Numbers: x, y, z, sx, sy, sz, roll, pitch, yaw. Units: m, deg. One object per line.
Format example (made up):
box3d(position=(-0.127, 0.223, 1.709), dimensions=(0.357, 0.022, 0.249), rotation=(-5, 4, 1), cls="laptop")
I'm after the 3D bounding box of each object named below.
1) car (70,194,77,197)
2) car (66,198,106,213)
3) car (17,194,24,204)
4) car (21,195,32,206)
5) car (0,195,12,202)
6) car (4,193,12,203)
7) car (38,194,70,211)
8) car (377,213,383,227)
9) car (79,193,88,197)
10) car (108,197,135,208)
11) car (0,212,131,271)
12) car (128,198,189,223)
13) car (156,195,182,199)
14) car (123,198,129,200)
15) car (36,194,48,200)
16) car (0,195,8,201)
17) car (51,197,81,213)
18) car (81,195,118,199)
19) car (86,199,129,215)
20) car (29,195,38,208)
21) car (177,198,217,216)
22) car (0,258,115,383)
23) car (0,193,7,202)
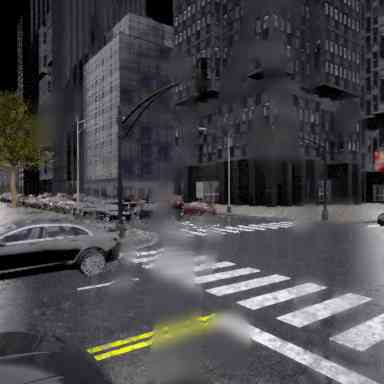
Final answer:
box3d(position=(-17.543, 1.365, 45.617), dimensions=(1.837, 1.490, 4.892), rotation=(0, 1, -36), cls="car")
box3d(position=(-9.639, 1.491, 30.282), dimensions=(1.947, 1.339, 4.313), rotation=(0, 0, -37), cls="car")
box3d(position=(-26.428, 1.418, 52.936), dimensions=(1.947, 1.339, 4.313), rotation=(0, 0, -37), cls="car")
box3d(position=(-22.968, 1.390, 48.268), dimensions=(1.752, 1.417, 4.829), rotation=(0, 0, -37), cls="car")
box3d(position=(-39.860, 1.379, 71.060), dimensions=(1.947, 1.339, 4.313), rotation=(0, 0, -37), cls="car")
box3d(position=(-33.144, 1.377, 61.998), dimensions=(1.887, 1.381, 4.507), rotation=(0, 0, -37), cls="car")
box3d(position=(-16.354, 1.331, 39.342), dimensions=(1.967, 1.590, 4.097), rotation=(0, 0, -37), cls="car")
box3d(position=(13.849, 1.569, 21.626), dimensions=(4.181, 1.385, 1.994), rotation=(0, 0, -36), cls="car")
box3d(position=(-16.217, 1.363, 53.476), dimensions=(1.887, 1.381, 4.507), rotation=(0, 0, -37), cls="car")
box3d(position=(-9.502, 1.411, 44.415), dimensions=(1.947, 1.339, 4.313), rotation=(0, 0, -37), cls="car")
box3d(position=(-4.250, 1.491, 8.641), dimensions=(4.902, 1.511, 2.128), rotation=(0, 0, -36), cls="car")
box3d(position=(-2.702, 1.485, 25.605), dimensions=(2.033, 1.411, 5.357), rotation=(0, 0, -34), cls="car")
box3d(position=(-2.788, 1.194, 35.355), dimensions=(2.192, 1.841, 5.009), rotation=(0, 0, -37), cls="car")
box3d(position=(-6.145, 1.428, 39.886), dimensions=(1.947, 1.339, 4.313), rotation=(0, 0, -37), cls="car")
box3d(position=(-36.463, 1.285, 80.794), dimensions=(1.752, 1.417, 4.829), rotation=(0, 0, -37), cls="car")
box3d(position=(-43.217, 1.387, 75.590), dimensions=(1.802, 1.307, 4.206), rotation=(0, 0, -37), cls="car")
box3d(position=(-12.996, 1.489, 34.813), dimensions=(1.802, 1.307, 4.206), rotation=(0, 0, -37), cls="car")
box3d(position=(-9.527, 1.389, 34.759), dimensions=(2.128, 1.511, 4.902), rotation=(0, 1, -37), cls="car")
box3d(position=(-6.280, 1.511, 25.751), dimensions=(1.947, 1.339, 4.313), rotation=(0, 0, -37), cls="car")
box3d(position=(-19.712, 1.459, 43.874), dimensions=(1.802, 1.307, 4.206), rotation=(0, 0, -37), cls="car")
box3d(position=(0.570, 1.481, 30.825), dimensions=(1.802, 1.307, 4.206), rotation=(0, 0, -37), cls="car")
box3d(position=(-2.709, 1.505, 1.488), dimensions=(4.892, 1.490, 1.837), rotation=(0, 0, -37), cls="car")
box3d(position=(-36.502, 1.138, 66.528), dimensions=(2.192, 1.841, 5.009), rotation=(0, 0, -37), cls="car")
